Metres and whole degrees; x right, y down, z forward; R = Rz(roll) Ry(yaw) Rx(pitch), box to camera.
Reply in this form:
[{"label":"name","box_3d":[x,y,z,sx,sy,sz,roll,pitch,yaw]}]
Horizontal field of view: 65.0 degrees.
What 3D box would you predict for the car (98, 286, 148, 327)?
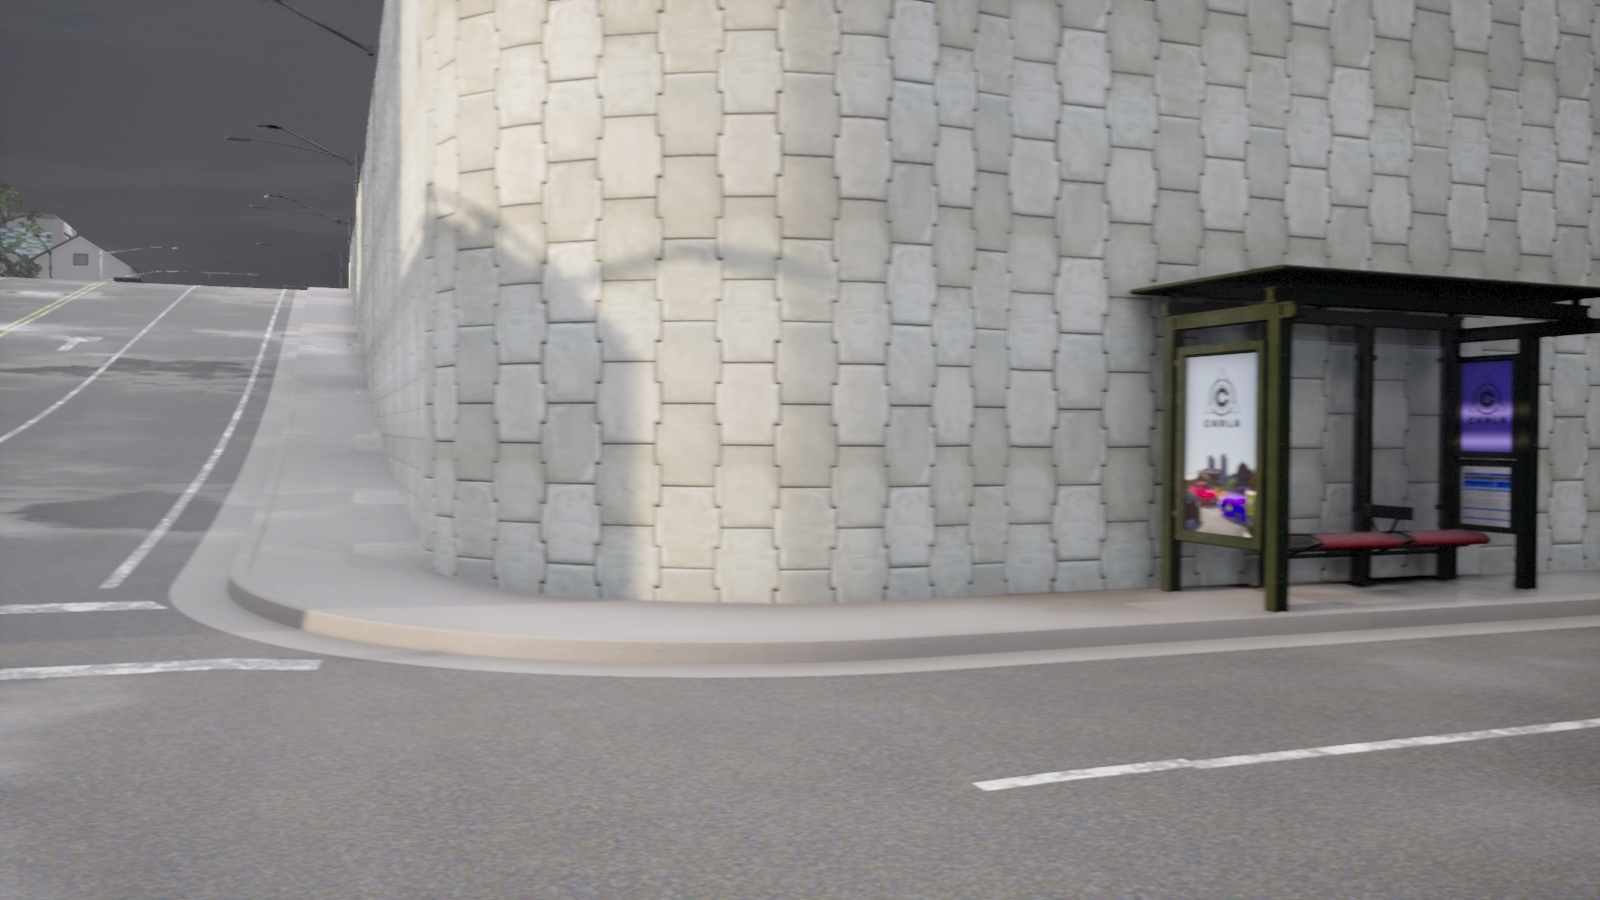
[{"label":"car","box_3d":[-37.641,-7.962,69.878,1.905,1.878,3.866,-1,1,-21]}]
